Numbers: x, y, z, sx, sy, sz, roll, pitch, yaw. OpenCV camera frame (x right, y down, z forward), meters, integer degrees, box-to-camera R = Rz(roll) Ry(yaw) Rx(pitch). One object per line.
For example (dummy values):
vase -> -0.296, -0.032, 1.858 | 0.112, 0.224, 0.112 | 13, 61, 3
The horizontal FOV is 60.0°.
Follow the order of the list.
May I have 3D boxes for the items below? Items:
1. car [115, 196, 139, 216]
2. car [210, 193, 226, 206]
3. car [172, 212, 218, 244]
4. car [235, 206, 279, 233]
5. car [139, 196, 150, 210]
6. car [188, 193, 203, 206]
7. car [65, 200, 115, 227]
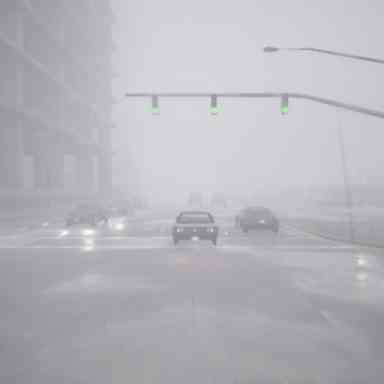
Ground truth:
car -> -6.829, 1.424, 31.963 | 2.128, 1.511, 4.902 | 0, 0, 1
car -> 4.011, 1.122, 51.049 | 2.150, 2.045, 5.566 | 0, 0, 1
car -> 0.151, 1.554, 15.508 | 1.895, 1.301, 4.718 | 0, 0, 1
car -> 3.697, 1.508, 19.401 | 1.994, 1.385, 4.181 | 0, 0, 1
car -> -6.635, 1.271, 41.724 | 2.097, 1.767, 4.553 | 0, 0, 1
car -> 0.511, 1.124, 51.096 | 2.150, 2.045, 5.566 | 0, 0, 1
car -> -6.960, 1.451, 22.610 | 1.837, 1.490, 4.892 | 0, 0, 1
